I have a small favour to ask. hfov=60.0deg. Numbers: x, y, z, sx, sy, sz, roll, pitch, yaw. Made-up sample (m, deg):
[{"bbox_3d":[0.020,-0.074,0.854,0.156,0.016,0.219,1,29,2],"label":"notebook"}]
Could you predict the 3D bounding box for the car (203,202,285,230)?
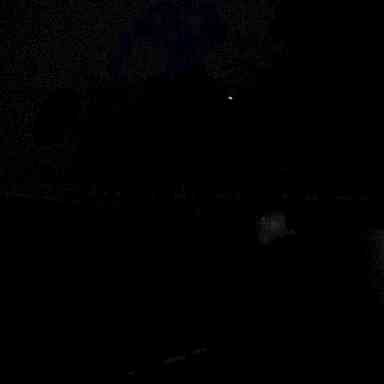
[{"bbox_3d":[2.845,1.319,19.736,2.033,1.411,5.357,-1,2,-36],"label":"car"}]
